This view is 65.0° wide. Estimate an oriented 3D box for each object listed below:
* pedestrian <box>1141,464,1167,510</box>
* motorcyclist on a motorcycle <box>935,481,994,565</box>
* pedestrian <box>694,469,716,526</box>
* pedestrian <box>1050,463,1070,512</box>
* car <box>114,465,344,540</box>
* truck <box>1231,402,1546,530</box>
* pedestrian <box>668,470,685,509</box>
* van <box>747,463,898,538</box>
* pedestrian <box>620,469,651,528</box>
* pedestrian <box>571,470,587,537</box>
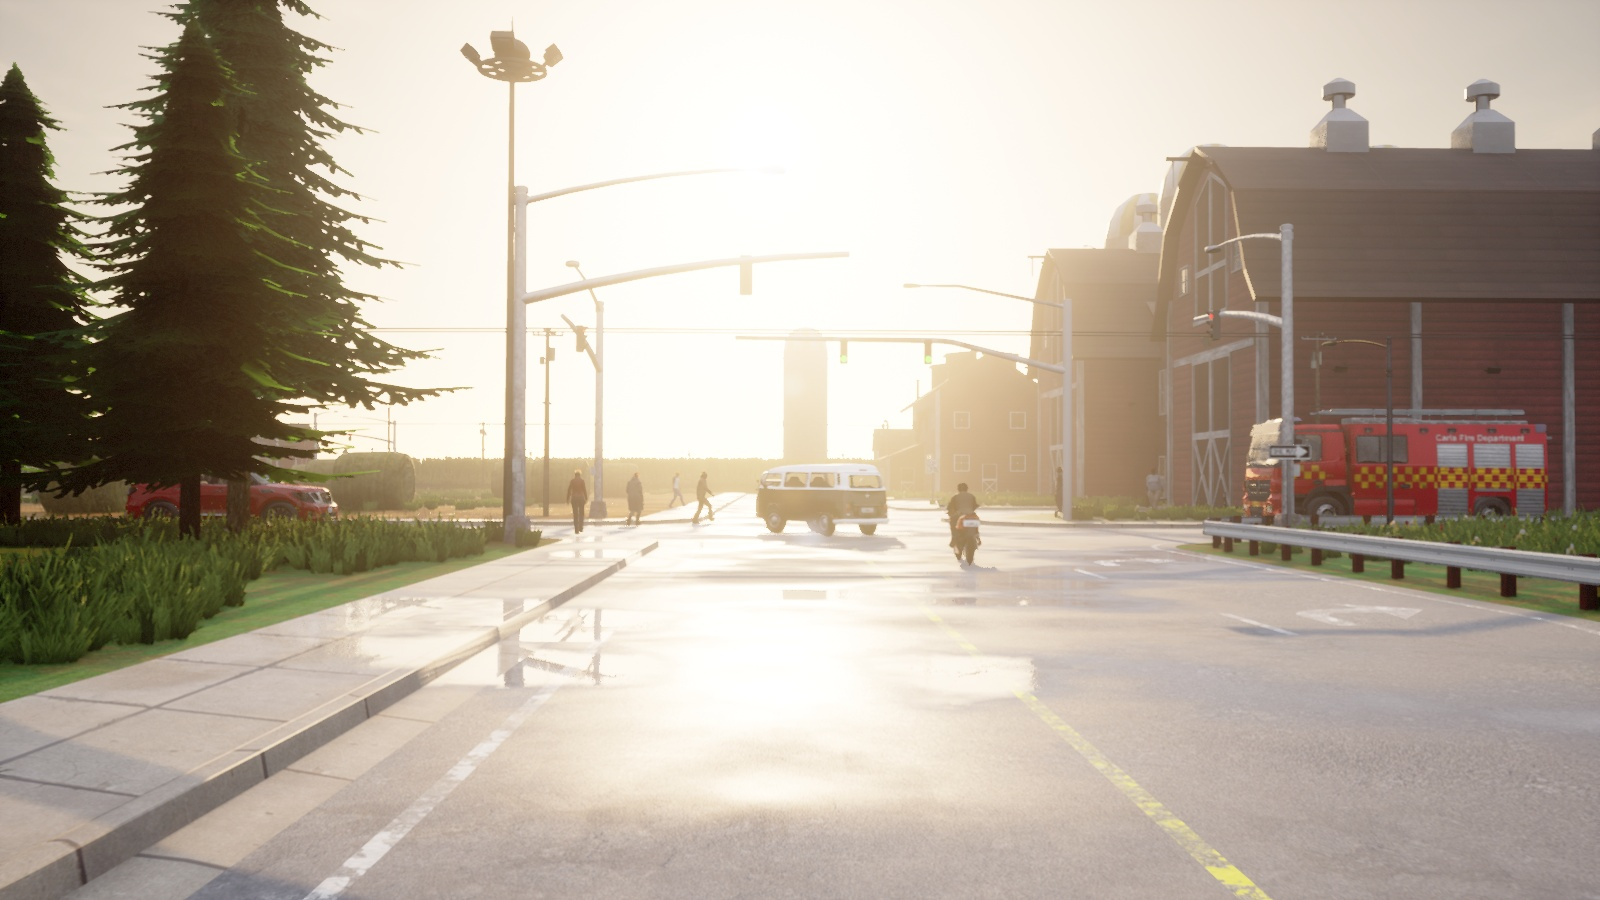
[{"bbox_3d":[14.446,1.496,51.248,0.874,1.855,0.900,-1,-1,25],"label":"pedestrian"},{"bbox_3d":[3.093,1.343,23.784,0.797,1.523,2.044,0,-1,-1],"label":"motorcyclist on a motorcycle"},{"bbox_3d":[-3.278,1.638,43.337,0.692,1.930,0.396,0,-1,-17],"label":"pedestrian"},{"bbox_3d":[10.293,1.470,49.661,0.666,1.930,0.402,0,-1,-5],"label":"pedestrian"},{"bbox_3d":[-16.144,1.459,35.723,5.566,2.045,2.150,0,-1,0],"label":"car"},{"bbox_3d":[18.251,0.520,39.344,8.468,3.827,2.891,0,-1,0],"label":"truck"},{"bbox_3d":[-5.959,1.905,60.498,0.706,1.836,0.354,-1,-1,17],"label":"pedestrian"},{"bbox_3d":[0.577,1.401,36.376,2.069,2.038,4.480,1,-1,-36],"label":"van"},{"bbox_3d":[-5.499,1.618,41.965,0.659,1.952,0.873,-1,-1,27],"label":"pedestrian"},{"bbox_3d":[-6.180,1.480,35.070,0.331,1.846,0.636,0,-1,1],"label":"pedestrian"}]
